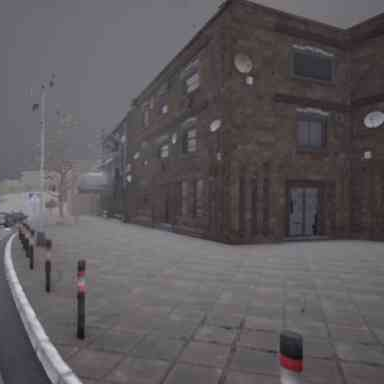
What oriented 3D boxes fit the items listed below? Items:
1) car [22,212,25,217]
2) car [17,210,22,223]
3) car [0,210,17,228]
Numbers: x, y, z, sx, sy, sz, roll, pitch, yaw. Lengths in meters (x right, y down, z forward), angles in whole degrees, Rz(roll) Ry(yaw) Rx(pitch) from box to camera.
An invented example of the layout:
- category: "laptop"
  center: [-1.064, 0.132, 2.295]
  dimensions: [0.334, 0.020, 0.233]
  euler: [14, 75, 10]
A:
- category: "car"
  center: [-24.232, 3.174, 45.803]
  dimensions: [1.882, 1.535, 5.008]
  euler: [1, -3, -23]
- category: "car"
  center: [-20.517, 2.820, 37.111]
  dimensions: [1.837, 1.490, 4.892]
  euler: [1, -3, -23]
- category: "car"
  center: [-17.848, 2.589, 30.865]
  dimensions: [2.033, 1.411, 5.357]
  euler: [1, -3, -23]
